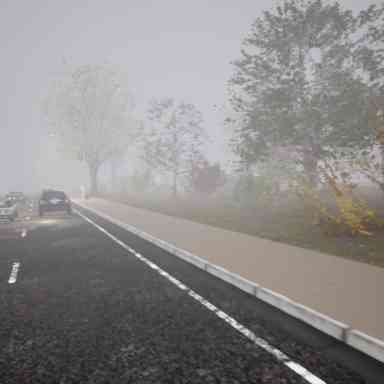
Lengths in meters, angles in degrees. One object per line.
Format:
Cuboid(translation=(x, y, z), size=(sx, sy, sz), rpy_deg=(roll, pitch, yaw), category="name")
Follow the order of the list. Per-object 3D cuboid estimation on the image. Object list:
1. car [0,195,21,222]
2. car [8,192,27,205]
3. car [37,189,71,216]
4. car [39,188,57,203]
Cuboid(translation=(-11.976, 1.137, 20.621), size=(1.895, 1.301, 4.718), rpy_deg=(-3, 3, -24), category="car")
Cuboid(translation=(-19.420, 0.666, 36.720), size=(2.033, 1.411, 5.357), rpy_deg=(-3, 3, -25), category="car")
Cuboid(translation=(-10.167, 0.680, 24.465), size=(2.097, 1.767, 4.553), rpy_deg=(-3, 2, -25), category="car")
Cuboid(translation=(-17.632, 0.387, 40.574), size=(1.882, 1.535, 5.008), rpy_deg=(-3, 3, -25), category="car")
